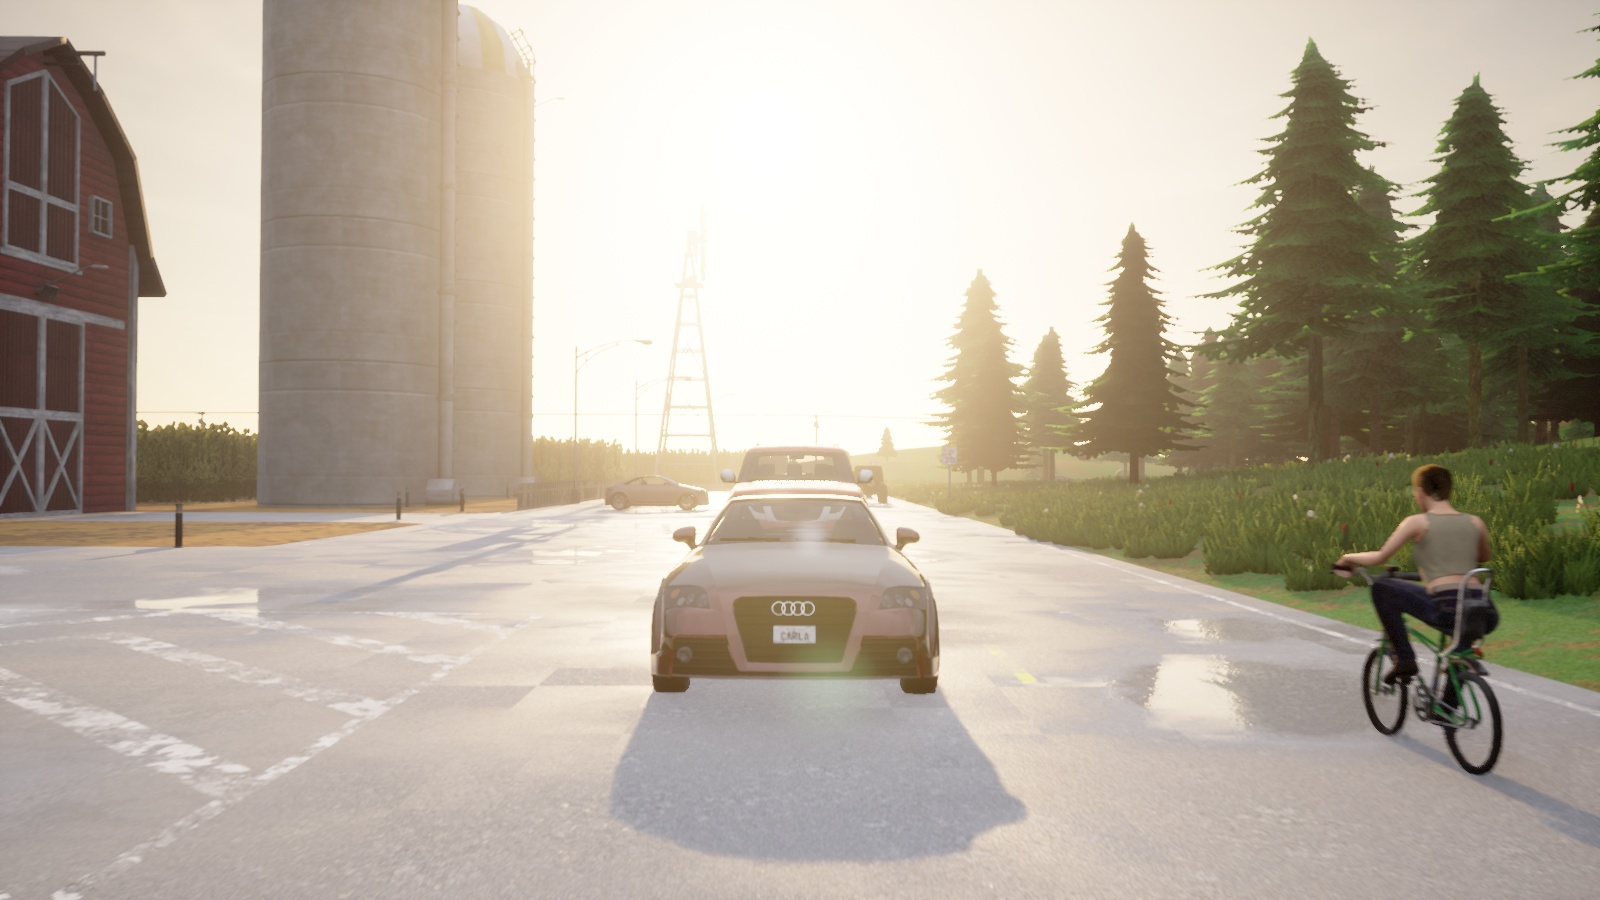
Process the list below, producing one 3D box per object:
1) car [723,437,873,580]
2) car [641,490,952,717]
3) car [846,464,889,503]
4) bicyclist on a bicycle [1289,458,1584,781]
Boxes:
[{"bbox_3d":[-0.054,0.892,20.884,2.150,2.045,5.566,0,-1,0],"label":"car"},{"bbox_3d":[-0.023,1.054,10.176,1.994,1.385,4.181,0,-1,0],"label":"car"},{"bbox_3d":[3.348,1.674,62.796,1.905,1.878,3.866,0,-1,0],"label":"car"},{"bbox_3d":[3.485,0.859,7.051,0.866,1.612,1.509,0,-1,0],"label":"bicyclist on a bicycle"}]
